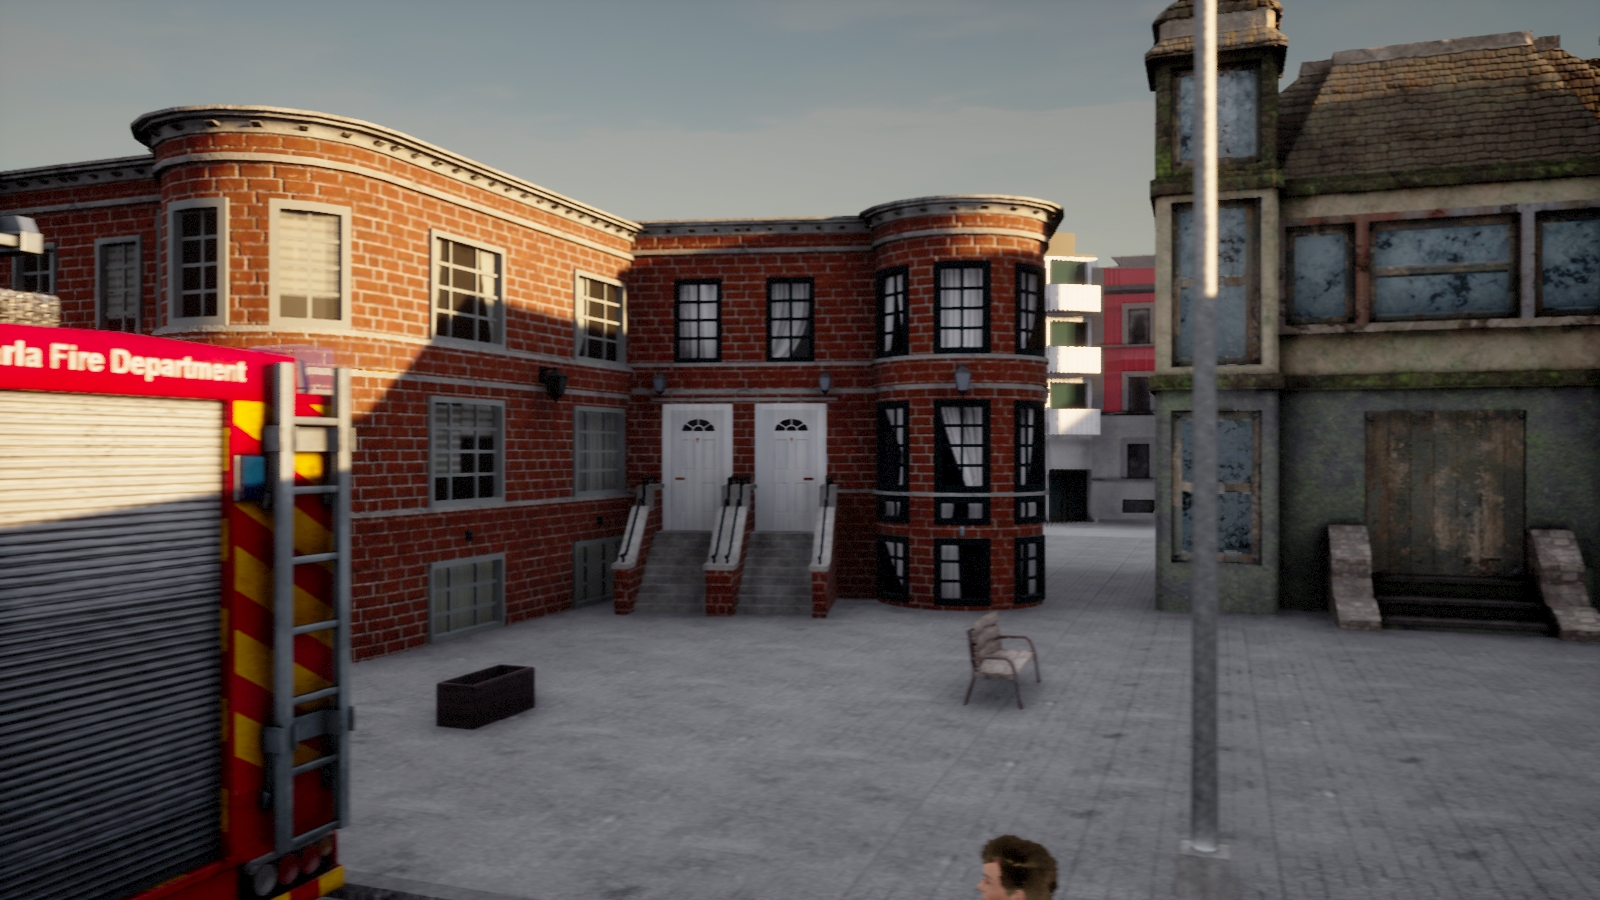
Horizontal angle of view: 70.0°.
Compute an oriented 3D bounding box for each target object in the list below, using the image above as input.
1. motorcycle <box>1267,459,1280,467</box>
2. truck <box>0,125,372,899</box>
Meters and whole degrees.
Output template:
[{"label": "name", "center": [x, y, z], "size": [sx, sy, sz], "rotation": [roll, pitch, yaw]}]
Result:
[{"label": "motorcycle", "center": [72.711, 1.962, 175.561], "size": [1.805, 1.236, 0.856], "rotation": [0, 0, 20]}, {"label": "truck", "center": [-6.842, 0.670, 6.372], "size": [8.468, 3.827, 2.891], "rotation": [0, 0, 20]}]
